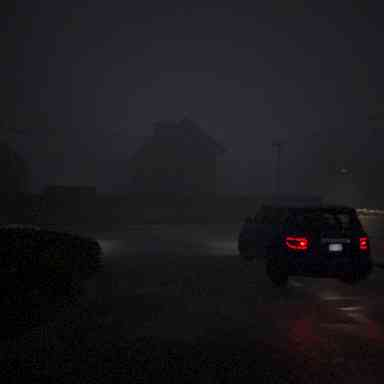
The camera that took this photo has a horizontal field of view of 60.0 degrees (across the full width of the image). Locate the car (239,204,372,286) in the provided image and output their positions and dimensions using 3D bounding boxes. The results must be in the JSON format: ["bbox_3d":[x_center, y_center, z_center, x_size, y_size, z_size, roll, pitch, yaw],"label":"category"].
[{"bbox_3d":[2.975,1.360,10.003,2.150,2.045,5.566,0,-1,-4],"label":"car"}]

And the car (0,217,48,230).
[{"bbox_3d":[-8.473,1.675,13.814,4.674,1.442,1.812,0,-1,-16],"label":"car"}]
